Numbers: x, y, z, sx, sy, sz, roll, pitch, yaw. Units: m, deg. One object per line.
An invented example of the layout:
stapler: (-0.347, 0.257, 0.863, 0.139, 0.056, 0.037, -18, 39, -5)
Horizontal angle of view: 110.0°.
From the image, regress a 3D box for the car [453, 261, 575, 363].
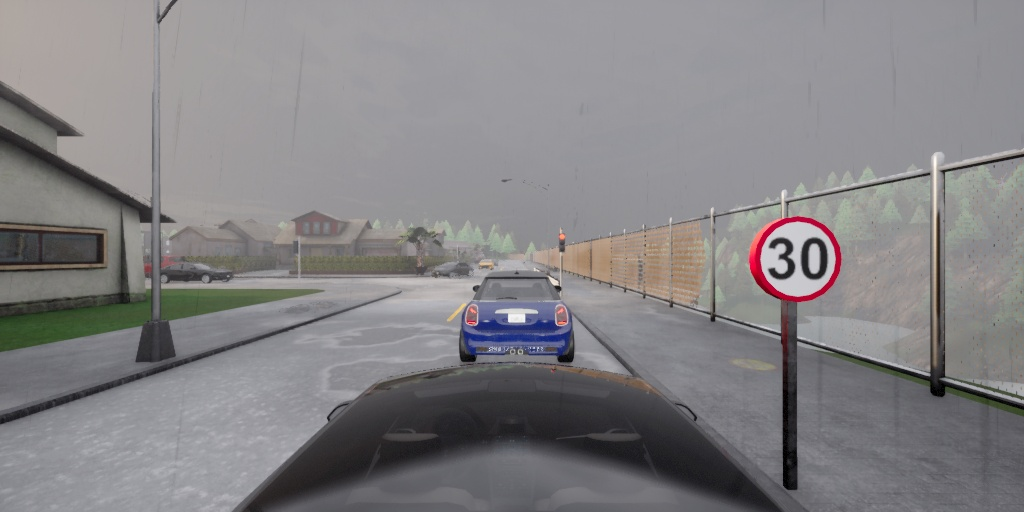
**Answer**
car: (0.117, 1.102, 8.357, 2.097, 1.767, 4.553, 0, 0, 1)

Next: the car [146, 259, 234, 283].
car: (-23.612, 1.228, 26.708, 5.008, 1.535, 1.882, 0, 0, 1)

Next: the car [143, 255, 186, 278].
car: (-31.102, 0.971, 30.967, 5.566, 2.045, 2.150, 0, 0, 1)

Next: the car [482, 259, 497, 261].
car: (-3.651, 1.228, 51.226, 1.882, 1.535, 5.008, 0, 0, 1)

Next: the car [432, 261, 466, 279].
car: (-5.304, 1.257, 32.697, 1.837, 1.490, 4.892, 3, 1, 25)
